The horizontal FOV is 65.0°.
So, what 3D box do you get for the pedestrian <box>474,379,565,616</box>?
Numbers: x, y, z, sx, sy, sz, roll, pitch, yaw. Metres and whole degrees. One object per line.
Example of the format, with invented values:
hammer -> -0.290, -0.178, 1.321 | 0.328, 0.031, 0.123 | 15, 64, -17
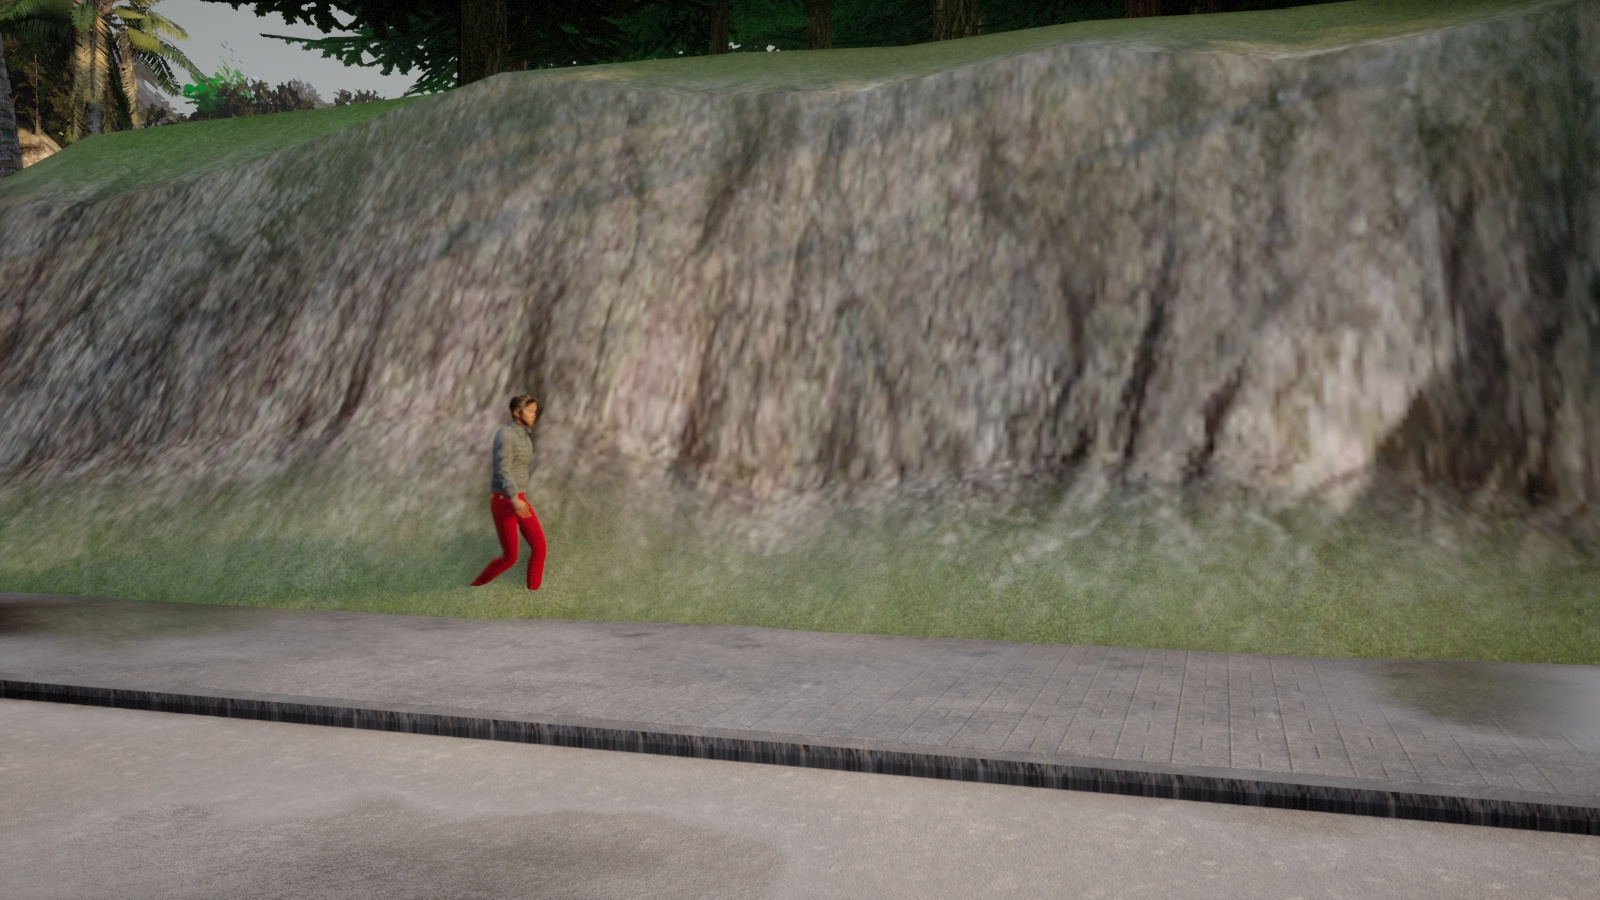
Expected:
pedestrian -> -2.239, 0.367, 10.032 | 0.614, 1.847, 0.353 | 1, 1, 19
